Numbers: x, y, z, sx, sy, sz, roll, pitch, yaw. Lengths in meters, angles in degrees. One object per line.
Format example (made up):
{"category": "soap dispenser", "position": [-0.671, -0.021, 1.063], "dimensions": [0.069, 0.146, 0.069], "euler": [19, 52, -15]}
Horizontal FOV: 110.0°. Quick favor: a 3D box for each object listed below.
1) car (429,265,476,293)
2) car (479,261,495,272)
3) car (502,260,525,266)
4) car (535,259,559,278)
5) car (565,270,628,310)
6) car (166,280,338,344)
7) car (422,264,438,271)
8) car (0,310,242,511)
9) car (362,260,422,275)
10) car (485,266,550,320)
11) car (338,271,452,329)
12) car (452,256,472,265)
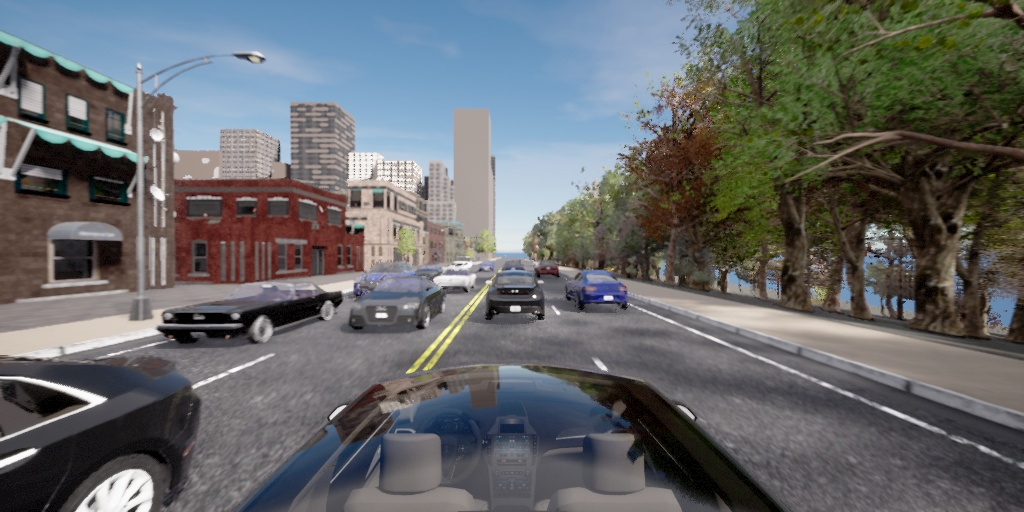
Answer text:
{"category": "car", "position": [-3.254, 1.376, 21.153], "dimensions": [1.895, 1.301, 4.718], "euler": [0, 0, 0]}
{"category": "car", "position": [-3.247, 1.339, 47.183], "dimensions": [1.812, 1.442, 4.674], "euler": [0, 0, 0]}
{"category": "car", "position": [0.104, 1.141, 33.389], "dimensions": [2.097, 1.767, 4.553], "euler": [0, 0, 0]}
{"category": "car", "position": [3.354, 1.143, 35.290], "dimensions": [2.097, 1.767, 4.553], "euler": [0, 0, 0]}
{"category": "car", "position": [3.352, 1.292, 14.766], "dimensions": [1.812, 1.442, 4.674], "euler": [0, 0, 0]}
{"category": "car", "position": [-6.577, 1.362, 9.749], "dimensions": [1.895, 1.301, 4.718], "euler": [0, 0, 0]}
{"category": "car", "position": [-6.498, 1.349, 28.648], "dimensions": [1.994, 1.385, 4.181], "euler": [0, 0, 0]}
{"category": "car", "position": [-3.363, 1.255, 0.841], "dimensions": [1.837, 1.490, 4.892], "euler": [0, 0, -2]}
{"category": "car", "position": [-6.525, 1.124, 18.968], "dimensions": [2.097, 1.767, 4.553], "euler": [0, 0, 0]}
{"category": "car", "position": [0.101, 1.270, 12.779], "dimensions": [1.837, 1.490, 4.892], "euler": [0, 0, 0]}
{"category": "car", "position": [-3.324, 1.326, 11.128], "dimensions": [1.994, 1.385, 4.181], "euler": [0, 0, 0]}
{"category": "car", "position": [-6.496, 1.049, 47.235], "dimensions": [2.150, 2.045, 5.566], "euler": [0, 0, 0]}
